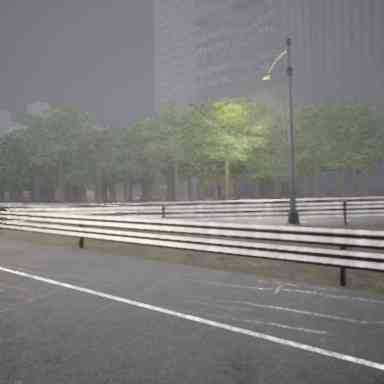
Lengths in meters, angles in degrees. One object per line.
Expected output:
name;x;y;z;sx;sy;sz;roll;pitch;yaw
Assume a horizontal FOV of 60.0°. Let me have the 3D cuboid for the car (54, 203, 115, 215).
car;-8.250;1.557;25.471;4.674;1.442;1.812;-1;-1;9
